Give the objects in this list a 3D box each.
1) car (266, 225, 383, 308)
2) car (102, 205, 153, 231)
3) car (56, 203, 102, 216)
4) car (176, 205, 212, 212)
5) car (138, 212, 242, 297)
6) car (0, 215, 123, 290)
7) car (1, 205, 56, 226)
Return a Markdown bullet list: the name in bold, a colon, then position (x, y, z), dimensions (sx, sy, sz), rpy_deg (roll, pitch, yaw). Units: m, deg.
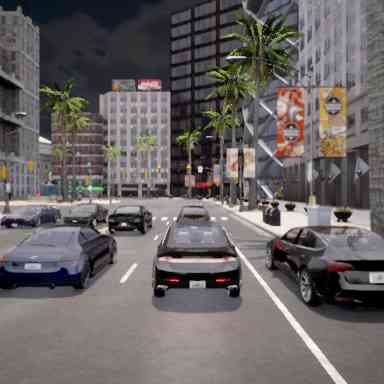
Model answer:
- **car**: position (3.192, 1.509, 8.023), dimensions (2.161, 1.482, 4.786), rpy_deg (0, 0, -1)
- **car**: position (-3.400, 1.469, 19.069), dimensions (1.882, 1.535, 5.008), rpy_deg (0, 0, 0)
- **car**: position (-7.001, 1.509, 22.332), dimensions (1.882, 1.535, 5.008), rpy_deg (0, 0, 0)
- **car**: position (0.101, 1.496, 18.799), dimensions (1.837, 1.490, 4.892), rpy_deg (0, 0, 0)
- **car**: position (0.101, 1.487, 8.544), dimensions (2.128, 1.511, 4.902), rpy_deg (0, 0, 0)
- **car**: position (-3.397, 1.559, 9.101), dimensions (1.994, 1.385, 4.181), rpy_deg (0, 0, 0)
- **car**: position (-10.501, 1.568, 22.332), dimensions (2.033, 1.411, 5.357), rpy_deg (0, 0, 0)
